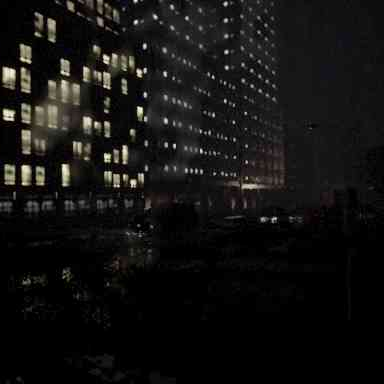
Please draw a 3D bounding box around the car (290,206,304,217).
[{"bbox_3d":[15.181,2.656,46.345,2.033,1.411,5.357,-2,-2,36],"label":"car"}]

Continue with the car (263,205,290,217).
[{"bbox_3d":[11.684,2.627,47.073,1.882,1.535,5.008,-2,-2,36],"label":"car"}]

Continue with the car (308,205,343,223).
[{"bbox_3d":[13.475,2.281,32.634,2.033,1.411,5.357,-1,-2,36],"label":"car"}]

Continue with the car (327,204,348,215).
[{"bbox_3d":[22.118,2.658,50.395,1.882,1.535,5.008,-1,-2,36],"label":"car"}]

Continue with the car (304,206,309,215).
[{"bbox_3d":[16.223,2.461,42.119,1.882,1.535,5.008,-2,-2,36],"label":"car"}]

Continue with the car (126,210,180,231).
[{"bbox_3d":[-3.050,2.230,26.686,1.994,1.385,4.181,-1,-2,36],"label":"car"}]

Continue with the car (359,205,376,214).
[{"bbox_3d":[27.454,2.722,52.085,1.812,1.442,4.674,-2,-3,36],"label":"car"}]

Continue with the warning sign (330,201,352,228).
[{"bbox_3d":[10.930,1.633,24.372,1.300,1.860,1.060,0,0,36],"label":"warning sign"}]

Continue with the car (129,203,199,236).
[{"bbox_3d":[-1.725,1.776,22.976,2.150,2.045,5.566,-1,-2,36],"label":"car"}]
